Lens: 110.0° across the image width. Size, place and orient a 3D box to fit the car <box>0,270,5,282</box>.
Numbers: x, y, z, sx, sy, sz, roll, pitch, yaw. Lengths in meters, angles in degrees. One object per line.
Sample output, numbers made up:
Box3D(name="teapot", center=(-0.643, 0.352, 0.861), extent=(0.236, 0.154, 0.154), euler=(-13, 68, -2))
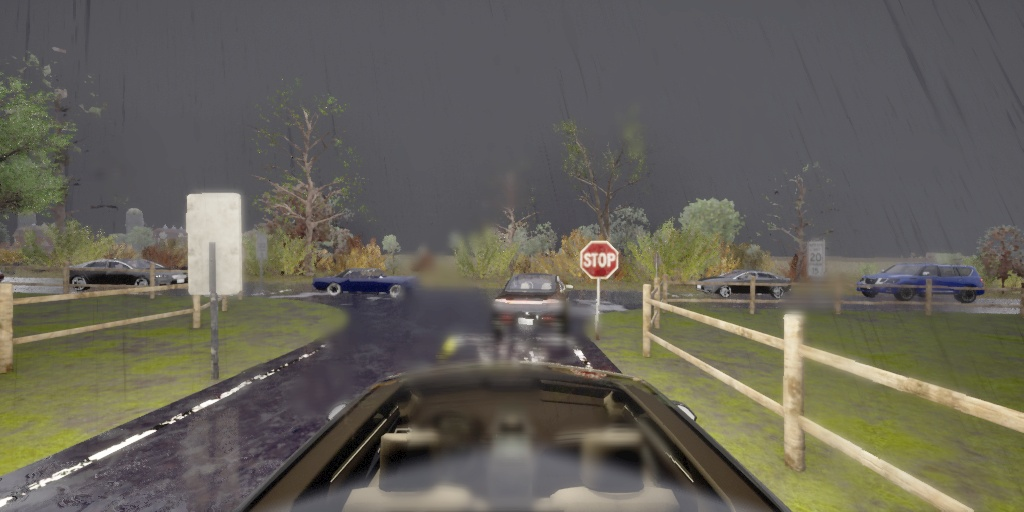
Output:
Box3D(name="car", center=(-27.781, 0.718, 17.365), extent=(4.674, 1.442, 1.812), euler=(1, 1, 0))

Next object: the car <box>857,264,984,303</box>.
Box3D(name="car", center=(22.914, 1.466, 20.214), extent=(5.566, 2.045, 2.150), euler=(1, 1, 0))

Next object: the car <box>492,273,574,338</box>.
Box3D(name="car", center=(0.713, 1.240, 10.285), extent=(2.128, 1.511, 4.902), euler=(0, 0, 9))

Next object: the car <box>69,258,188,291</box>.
Box3D(name="car", center=(-18.478, 0.885, 17.350), extent=(4.902, 1.511, 2.128), euler=(1, 1, 0))

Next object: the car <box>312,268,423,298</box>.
Box3D(name="car", center=(-6.810, 1.249, 17.323), extent=(4.718, 1.301, 1.895), euler=(1, 1, 0))

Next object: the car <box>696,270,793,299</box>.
Box3D(name="car", center=(13.018, 1.525, 20.233), extent=(4.902, 1.511, 2.128), euler=(1, 1, 0))
